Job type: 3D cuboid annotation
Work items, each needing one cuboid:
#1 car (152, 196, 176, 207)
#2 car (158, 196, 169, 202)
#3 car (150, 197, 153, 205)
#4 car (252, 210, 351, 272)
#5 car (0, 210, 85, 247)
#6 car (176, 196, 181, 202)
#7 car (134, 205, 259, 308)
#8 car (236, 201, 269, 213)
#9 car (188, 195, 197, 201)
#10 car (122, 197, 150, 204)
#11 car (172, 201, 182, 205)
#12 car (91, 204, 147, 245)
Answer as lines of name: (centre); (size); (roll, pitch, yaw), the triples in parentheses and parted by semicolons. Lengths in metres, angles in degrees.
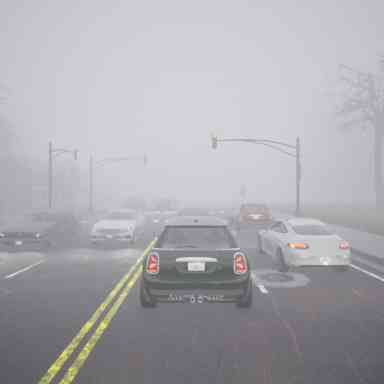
car: (-3.288, 1.499, 39.994); (1.837, 1.490, 4.892); (0, 0, 0)
car: (-6.375, 1.515, 75.132); (1.994, 1.385, 4.181); (0, 0, 0)
car: (-6.475, 1.526, 59.908); (2.033, 1.411, 5.357); (0, 0, 0)
car: (3.350, 1.526, 10.616); (1.812, 1.442, 4.674); (0, 0, 0)
car: (-6.578, 1.547, 15.292); (2.033, 1.411, 5.357); (0, 0, 0)
car: (-3.241, 1.485, 56.194); (1.837, 1.490, 4.892); (0, 0, 0)
car: (0.090, 1.352, 8.064); (2.097, 1.767, 4.553); (0, 0, 0)
car: (3.341, 1.352, 19.410); (2.097, 1.767, 4.553); (0, 0, 0)
car: (0.143, 1.482, 85.668); (2.128, 1.511, 4.902); (0, 0, 0)
car: (-6.915, 1.347, 40.167); (2.097, 1.767, 4.553); (0, 0, 6)
car: (0.070, 1.477, 17.329); (1.882, 1.535, 5.008); (0, 0, 0)
car: (-3.326, 1.525, 15.774); (1.812, 1.442, 4.674); (0, 0, 0)
